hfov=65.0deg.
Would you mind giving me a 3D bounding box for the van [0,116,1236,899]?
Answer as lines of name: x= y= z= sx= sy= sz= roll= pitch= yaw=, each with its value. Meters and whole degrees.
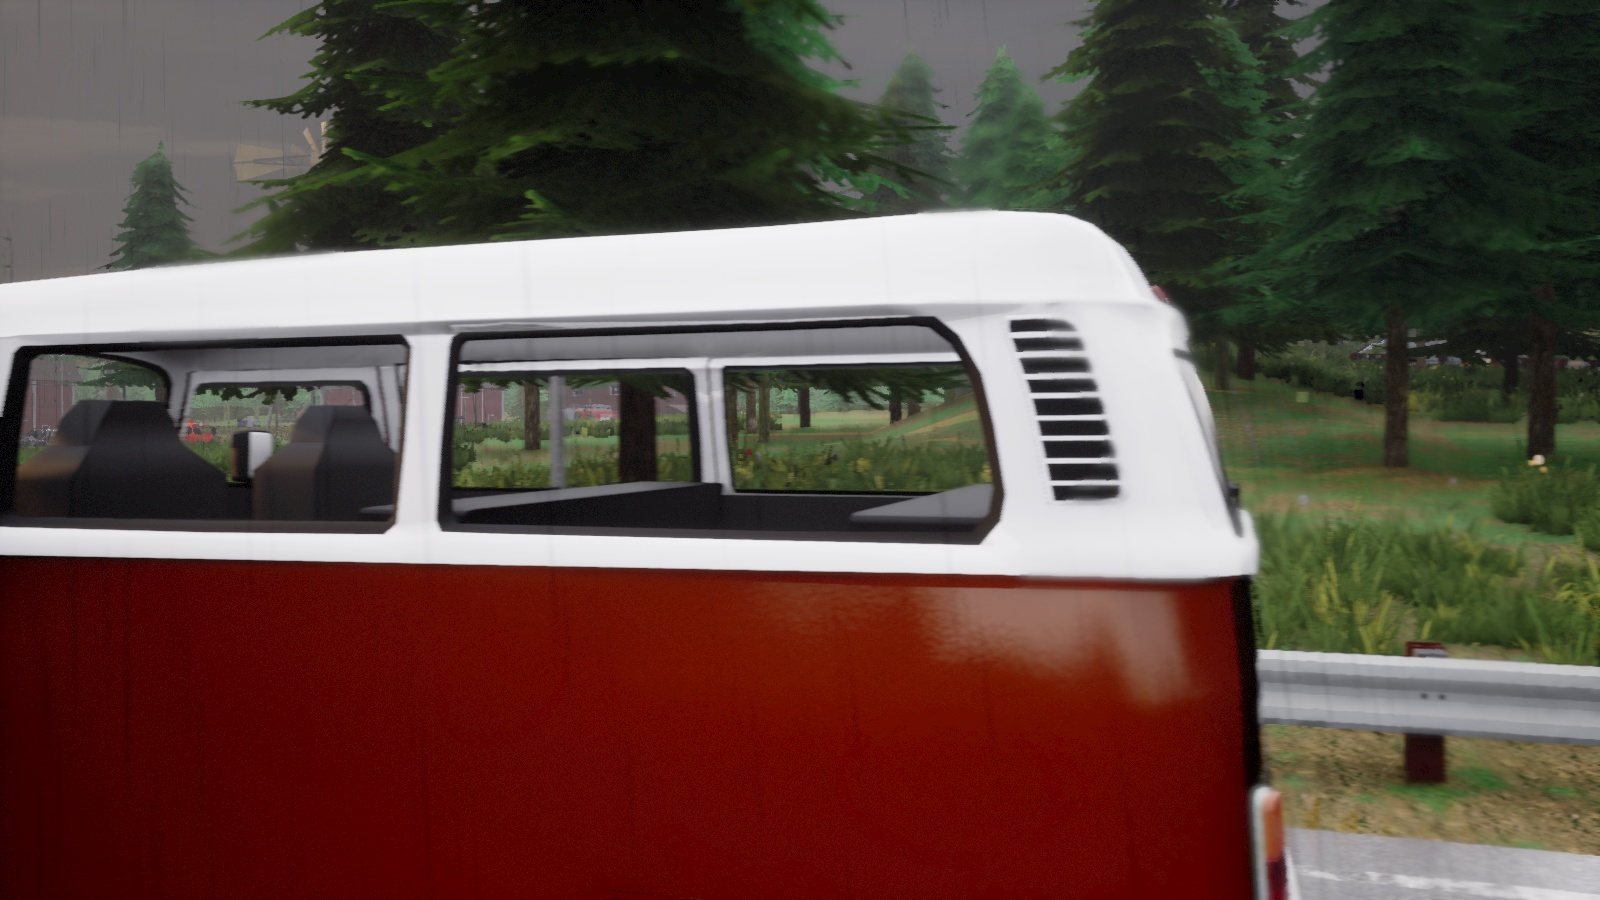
van: x=-1.149 y=0.488 z=3.578 sx=4.480 sy=2.038 sz=2.069 roll=1 pitch=1 yaw=19
